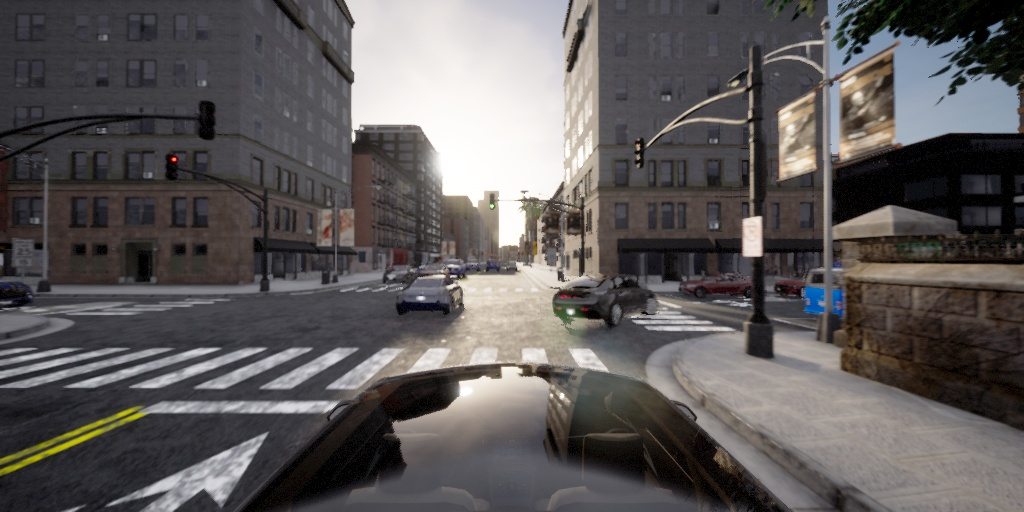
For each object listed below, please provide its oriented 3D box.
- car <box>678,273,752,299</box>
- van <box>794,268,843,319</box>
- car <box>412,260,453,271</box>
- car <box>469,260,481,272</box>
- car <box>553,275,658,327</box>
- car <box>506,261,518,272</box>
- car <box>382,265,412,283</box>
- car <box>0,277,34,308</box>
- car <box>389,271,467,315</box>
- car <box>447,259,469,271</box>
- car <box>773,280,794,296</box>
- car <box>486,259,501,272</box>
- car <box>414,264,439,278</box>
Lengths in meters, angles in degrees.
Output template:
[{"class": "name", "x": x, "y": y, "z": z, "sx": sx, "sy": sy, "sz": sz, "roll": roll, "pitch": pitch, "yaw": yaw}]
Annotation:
[{"class": "car", "x": 11.291, "y": 1.585, "z": 19.503, "sx": 4.207, "sy": 1.307, "sz": 1.802, "roll": 0, "pitch": 0, "yaw": 2}, {"class": "van", "x": 11.372, "y": 1.238, "z": 10.977, "sx": 3.998, "sy": 1.789, "sz": 1.690, "roll": 0, "pitch": 0, "yaw": 0}, {"class": "car", "x": -6.565, "y": 1.423, "z": 30.231, "sx": 2.097, "sy": 1.767, "sz": 4.553, "roll": 0, "pitch": -1, "yaw": -1}, {"class": "car", "x": -6.528, "y": 1.601, "z": 60.088, "sx": 2.150, "sy": 2.045, "sz": 5.566, "roll": 0, "pitch": -1, "yaw": 0}, {"class": "car", "x": 3.300, "y": 1.385, "z": 12.222, "sx": 1.837, "sy": 1.490, "sz": 4.892, "roll": -4, "pitch": -3, "yaw": 41}, {"class": "car", "x": -0.013, "y": 1.991, "z": 61.473, "sx": 1.895, "sy": 1.301, "sz": 4.718, "roll": 0, "pitch": -1, "yaw": 0}, {"class": "car", "x": -9.851, "y": 1.578, "z": 31.626, "sx": 2.128, "sy": 1.511, "sz": 4.902, "roll": 0, "pitch": -1, "yaw": 0}, {"class": "car", "x": -21.683, "y": 1.205, "z": 13.783, "sx": 4.553, "sy": 1.767, "sz": 2.097, "roll": 0, "pitch": -1, "yaw": 0}, {"class": "car", "x": -3.152, "y": 1.457, "z": 14.422, "sx": 1.994, "sy": 1.385, "sz": 4.181, "roll": 0, "pitch": -1, "yaw": 0}, {"class": "car", "x": -6.584, "y": 1.395, "z": 40.269, "sx": 2.150, "sy": 2.045, "sz": 5.566, "roll": 0, "pitch": 0, "yaw": 1}, {"class": "car", "x": 16.766, "y": 1.561, "z": 19.512, "sx": 4.507, "sy": 1.381, "sz": 1.888, "roll": 0, "pitch": 0, "yaw": 0}, {"class": "car", "x": -3.263, "y": 1.608, "z": 61.060, "sx": 2.150, "sy": 2.045, "sz": 5.566, "roll": 0, "pitch": -1, "yaw": 0}, {"class": "car", "x": -9.840, "y": 1.718, "z": 41.619, "sx": 1.812, "sy": 1.442, "sz": 4.674, "roll": 0, "pitch": -1, "yaw": 0}]
